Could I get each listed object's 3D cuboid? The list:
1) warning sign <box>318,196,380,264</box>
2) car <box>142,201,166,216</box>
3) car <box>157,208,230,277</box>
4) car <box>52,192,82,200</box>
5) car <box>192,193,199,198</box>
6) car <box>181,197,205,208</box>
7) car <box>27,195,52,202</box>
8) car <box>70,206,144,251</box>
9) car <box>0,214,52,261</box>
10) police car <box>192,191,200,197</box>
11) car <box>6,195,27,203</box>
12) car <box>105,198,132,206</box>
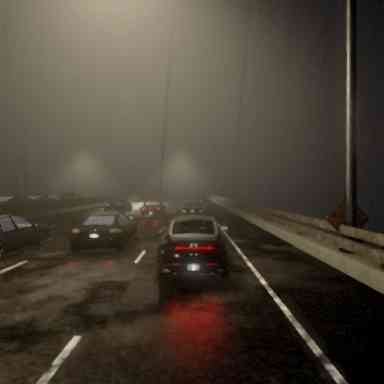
[{"bbox_3d":[4.555,1.067,9.761,1.300,1.860,1.060,0,1,0],"label":"warning sign"},{"bbox_3d":[-3.415,1.454,30.001,1.895,1.301,4.718,0,0,0],"label":"car"},{"bbox_3d":[0.056,1.456,10.027,1.837,1.490,4.892,0,0,0],"label":"car"},{"bbox_3d":[-17.575,0.989,47.920,2.150,2.045,5.566,0,0,0],"label":"car"},{"bbox_3d":[1.058,1.011,94.768,1.882,1.535,5.008,0,0,0],"label":"car"},{"bbox_3d":[0.068,1.416,26.776,2.033,1.411,5.357,0,0,0],"label":"car"},{"bbox_3d":[-21.072,1.259,47.807,2.128,1.511,4.902,0,0,0],"label":"car"},{"bbox_3d":[-3.424,1.497,13.675,1.994,1.385,4.181,0,0,0],"label":"car"},{"bbox_3d":[-6.933,1.489,11.783,2.033,1.411,5.357,0,0,0],"label":"car"},{"bbox_3d":[1.057,1.009,84.878,1.930,1.638,5.238,0,0,0],"label":"police car"},{"bbox_3d":[-24.570,1.274,47.522,1.837,1.490,4.892,0,0,0],"label":"car"},{"bbox_3d":[-6.911,1.337,31.590,2.128,1.511,4.902,0,0,0],"label":"car"}]
